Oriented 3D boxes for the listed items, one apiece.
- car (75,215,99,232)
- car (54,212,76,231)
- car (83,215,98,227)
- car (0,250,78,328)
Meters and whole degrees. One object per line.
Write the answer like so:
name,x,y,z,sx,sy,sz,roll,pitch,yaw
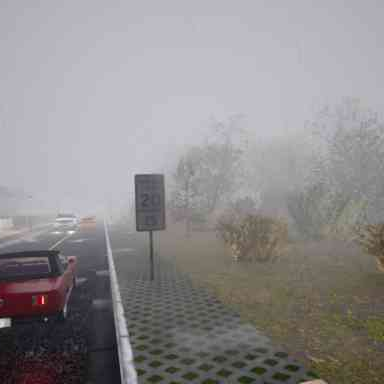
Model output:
car,-11.580,3.511,37.126,1.882,1.535,5.008,-1,-3,-15
car,-15.474,3.555,40.817,2.150,2.045,5.566,-1,-3,-15
car,-14.316,4.095,47.171,1.837,1.490,4.892,-1,-3,-15
car,-3.718,1.989,7.618,1.895,1.301,4.718,-1,-3,-15
